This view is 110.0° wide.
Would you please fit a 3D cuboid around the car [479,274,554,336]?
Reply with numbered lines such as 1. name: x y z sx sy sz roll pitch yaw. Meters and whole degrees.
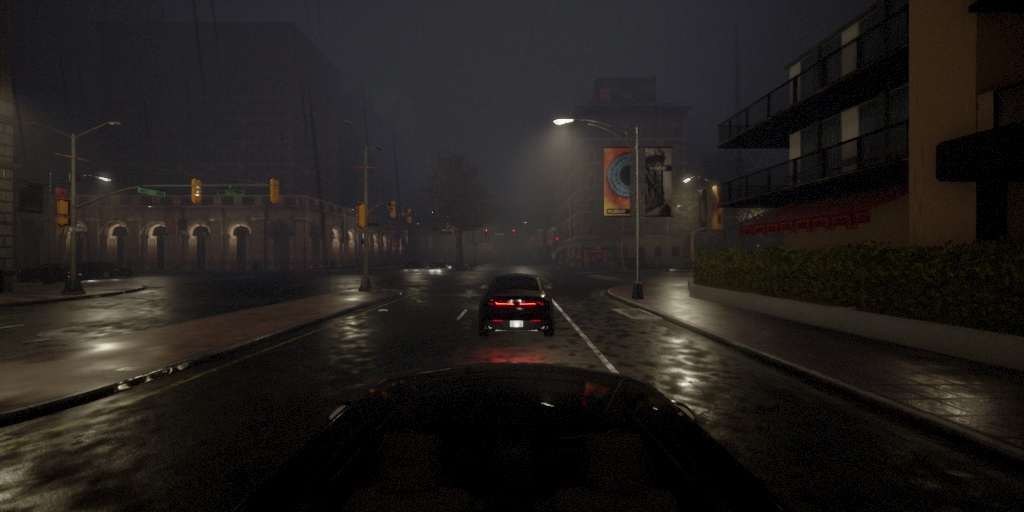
1. car: 0.117 1.255 10.360 1.837 1.490 4.892 0 0 0

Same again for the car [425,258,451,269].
1. car: -11.326 1.241 55.040 2.128 1.511 4.902 0 0 0

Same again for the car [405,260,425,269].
1. car: -14.902 1.275 54.829 1.812 1.442 4.674 0 0 2

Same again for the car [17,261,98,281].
1. car: -36.857 1.314 28.945 4.181 1.385 1.994 0 0 0

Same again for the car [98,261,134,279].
1. car: -37.256 1.227 32.445 5.008 1.535 1.882 0 0 0
